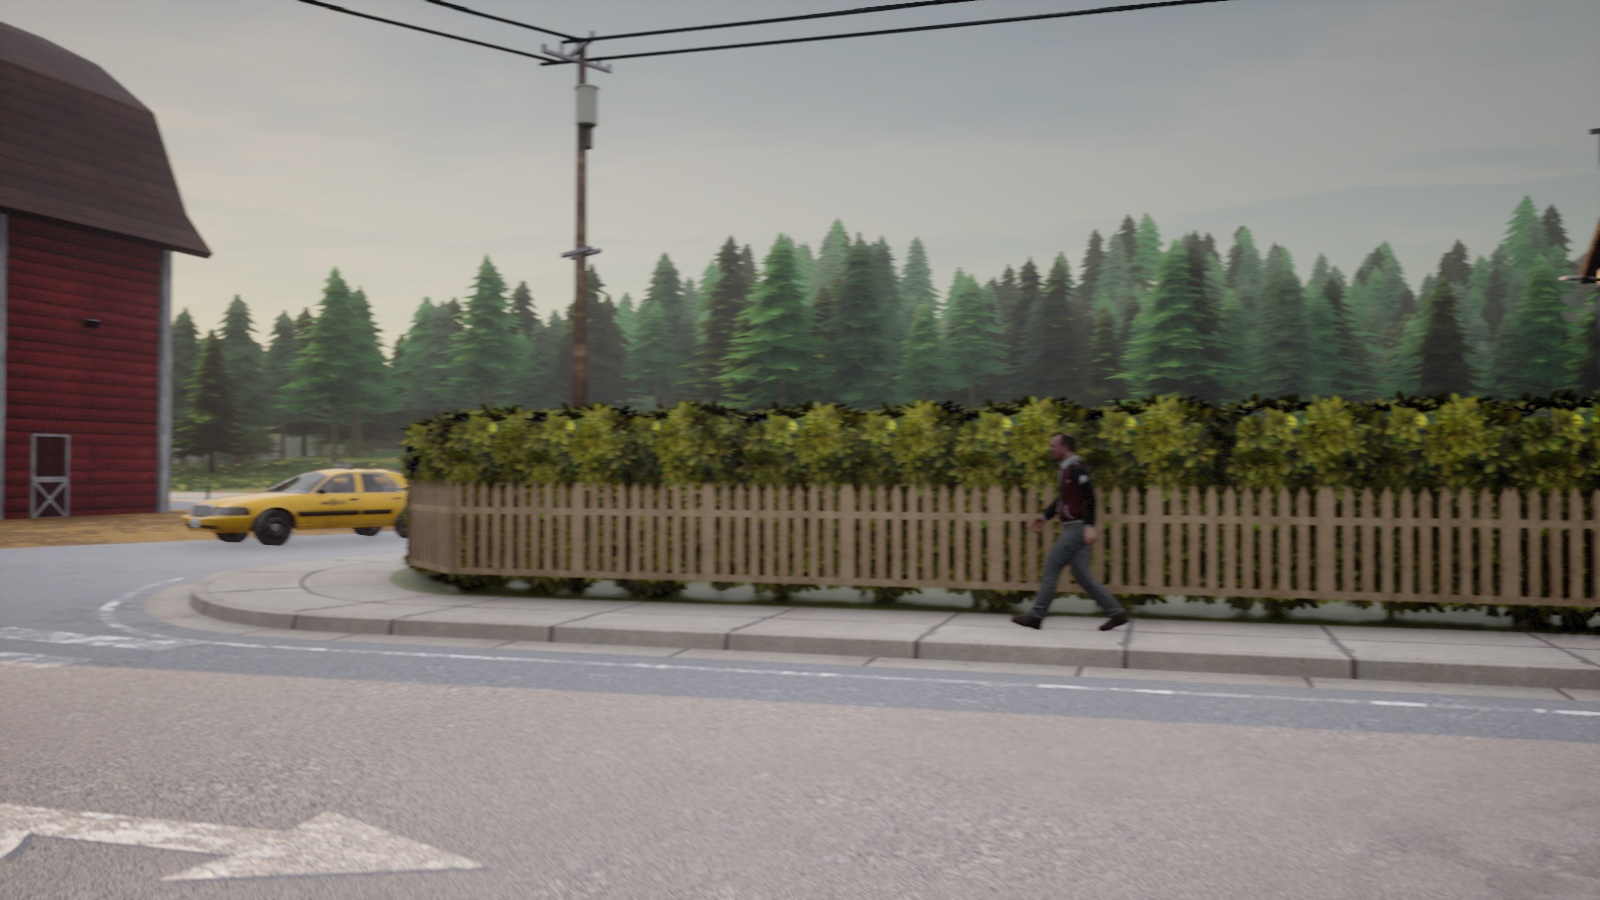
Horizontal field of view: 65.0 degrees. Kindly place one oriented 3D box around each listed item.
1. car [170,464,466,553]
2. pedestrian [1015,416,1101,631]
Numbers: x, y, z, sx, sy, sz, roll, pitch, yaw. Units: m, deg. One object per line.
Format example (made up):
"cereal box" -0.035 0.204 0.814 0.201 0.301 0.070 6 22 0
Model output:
"car" -9.508 1.089 25.244 1.801 1.575 5.366 -1 -1 39
"pedestrian" 2.273 0.639 11.112 0.720 1.854 0.376 0 -1 10
